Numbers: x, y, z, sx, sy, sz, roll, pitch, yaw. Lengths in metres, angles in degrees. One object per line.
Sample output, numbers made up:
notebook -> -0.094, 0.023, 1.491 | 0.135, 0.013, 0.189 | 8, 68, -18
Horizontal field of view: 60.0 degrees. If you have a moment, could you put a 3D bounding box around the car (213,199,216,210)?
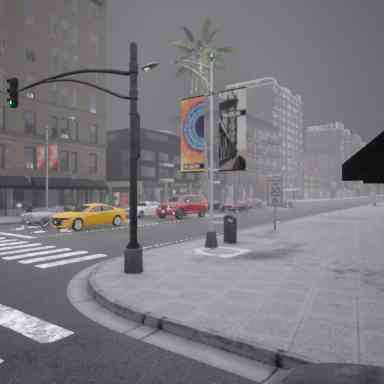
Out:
car -> 1.749, 1.532, 38.656 | 1.882, 1.535, 5.008 | 0, 0, 35

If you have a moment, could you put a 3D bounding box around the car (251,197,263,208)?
car -> 8.568, 1.583, 48.165 | 1.837, 1.490, 4.892 | 0, 1, 39

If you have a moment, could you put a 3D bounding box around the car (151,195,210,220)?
car -> -0.766, 1.262, 29.454 | 2.150, 2.045, 5.566 | 0, 0, 35

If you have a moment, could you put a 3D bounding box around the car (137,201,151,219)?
car -> -4.159, 1.560, 30.276 | 1.812, 1.442, 4.674 | 0, 0, 35

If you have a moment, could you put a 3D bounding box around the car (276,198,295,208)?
car -> 14.002, 1.646, 50.229 | 1.837, 1.490, 4.892 | 0, 0, 35

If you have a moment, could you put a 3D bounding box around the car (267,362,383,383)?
car -> 2.209, 1.551, 1.272 | 4.403, 1.369, 2.008 | 0, 0, 35

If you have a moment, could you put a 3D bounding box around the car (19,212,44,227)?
car -> -9.253, 1.620, 23.062 | 1.895, 1.301, 4.718 | 0, 0, 35

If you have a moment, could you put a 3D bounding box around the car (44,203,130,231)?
car -> -6.490, 1.501, 21.322 | 1.882, 1.535, 5.008 | 0, 0, 35

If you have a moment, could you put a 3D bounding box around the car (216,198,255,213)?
car -> 4.999, 1.661, 37.622 | 1.895, 1.301, 4.718 | 0, 0, 35
